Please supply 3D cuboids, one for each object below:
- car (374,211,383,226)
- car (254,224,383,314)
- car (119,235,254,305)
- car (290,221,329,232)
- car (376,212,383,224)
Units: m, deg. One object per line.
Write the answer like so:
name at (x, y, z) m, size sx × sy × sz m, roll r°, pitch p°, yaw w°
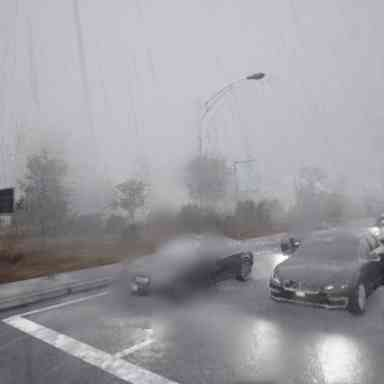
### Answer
car at (19.227, 2.511, 32.149) m, size 1.895 × 1.301 × 4.718 m, roll -4°, pitch -4°, yaw 41°
car at (3.710, 1.807, 8.480) m, size 1.837 × 1.490 × 4.892 m, roll -4°, pitch -4°, yaw 40°
car at (0.105, 2.011, 9.625) m, size 1.812 × 1.442 × 4.674 m, roll -4°, pitch -4°, yaw 40°
car at (6.039, 2.182, 16.655) m, size 1.994 × 1.385 × 4.181 m, roll -4°, pitch -3°, yaw 39°
car at (11.967, 1.713, 18.261) m, size 2.150 × 2.045 × 5.566 m, roll -4°, pitch -4°, yaw 40°
